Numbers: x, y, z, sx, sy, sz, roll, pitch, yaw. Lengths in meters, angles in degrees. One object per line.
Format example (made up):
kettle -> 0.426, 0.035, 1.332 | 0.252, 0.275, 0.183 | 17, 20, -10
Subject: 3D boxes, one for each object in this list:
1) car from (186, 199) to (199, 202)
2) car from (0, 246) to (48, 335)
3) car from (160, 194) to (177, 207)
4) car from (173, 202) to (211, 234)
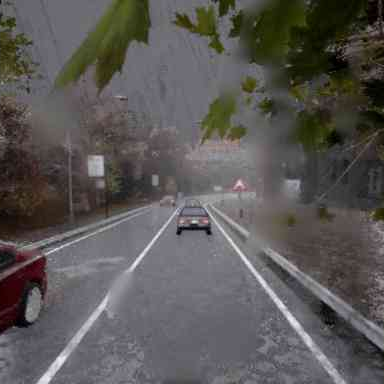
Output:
car -> 0.093, 1.476, 38.381 | 2.033, 1.411, 5.357 | 0, 0, 0
car -> -3.601, 1.470, 4.157 | 1.882, 1.535, 5.008 | 0, 0, 0
car -> -3.409, 1.258, 48.237 | 2.097, 1.767, 4.553 | 0, 0, 2
car -> 0.097, 1.512, 18.895 | 2.033, 1.411, 5.357 | 0, 0, 0
